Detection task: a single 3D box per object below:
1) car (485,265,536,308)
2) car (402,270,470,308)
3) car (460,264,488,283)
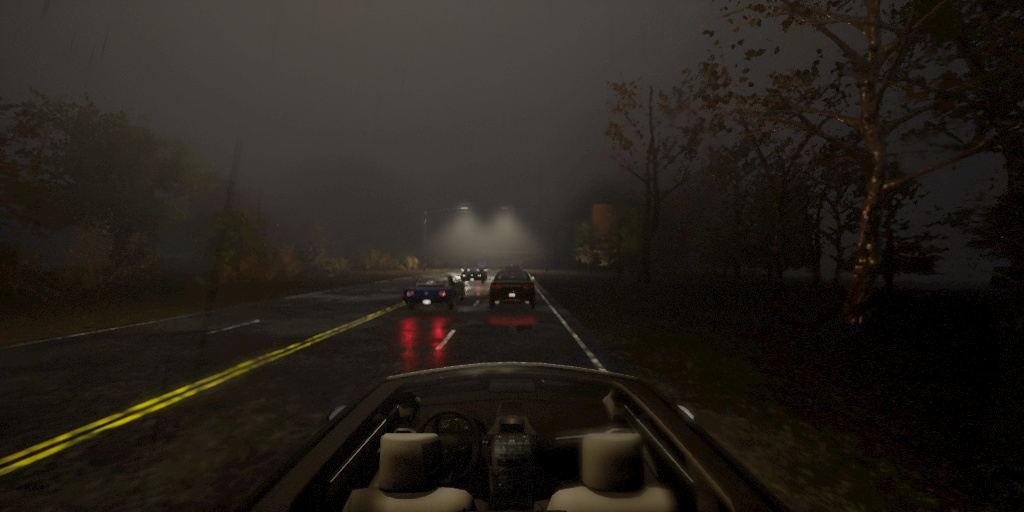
[{"bbox_3d":[0.018,1.362,16.224,1.882,1.535,5.008,0,0,0],"label":"car"},{"bbox_3d":[-3.236,1.482,15.864,1.895,1.301,4.718,0,0,0],"label":"car"},{"bbox_3d":[-3.179,1.615,30.861,1.895,1.301,4.718,0,0,0],"label":"car"}]
